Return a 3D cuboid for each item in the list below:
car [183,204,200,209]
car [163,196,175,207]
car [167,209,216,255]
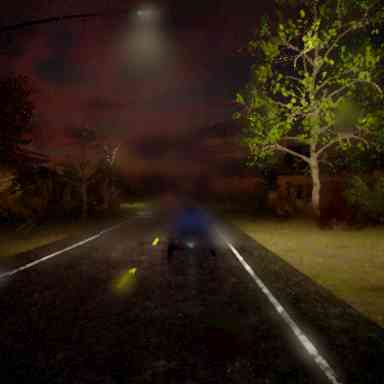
[{"bbox_3d":[-0.060,1.821,28.491,1.837,1.490,4.892,0,0,0],"label":"car"},{"bbox_3d":[-4.609,1.913,65.842,2.150,2.045,5.566,0,-1,-6],"label":"car"},{"bbox_3d":[0.007,1.679,13.888,1.812,1.442,4.674,0,0,0],"label":"car"}]
